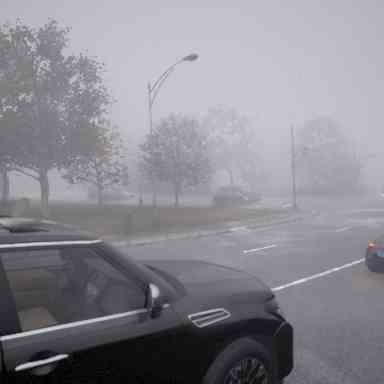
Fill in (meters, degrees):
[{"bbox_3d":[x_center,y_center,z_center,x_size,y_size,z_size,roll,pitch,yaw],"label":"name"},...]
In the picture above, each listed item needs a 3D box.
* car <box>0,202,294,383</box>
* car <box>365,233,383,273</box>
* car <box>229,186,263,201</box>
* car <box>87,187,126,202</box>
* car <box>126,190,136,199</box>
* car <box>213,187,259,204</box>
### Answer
[{"bbox_3d":[-1.578,1.220,2.770,5.566,2.045,2.150,0,0,-35],"label":"car"},{"bbox_3d":[6.562,1.452,9.316,4.181,1.385,1.994,-2,1,-42],"label":"car"},{"bbox_3d":[5.743,0.349,40.597,5.566,2.045,2.150,0,3,33],"label":"car"},{"bbox_3d":[-12.750,0.299,48.251,5.566,2.045,2.150,2,4,33],"label":"car"},{"bbox_3d":[-10.837,0.258,51.189,4.553,1.767,2.097,2,4,33],"label":"car"},{"bbox_3d":[4.620,0.654,37.175,4.553,1.767,2.097,-1,3,33],"label":"car"}]
